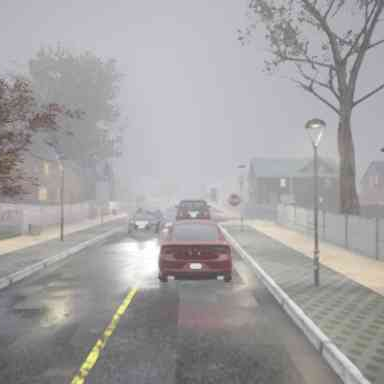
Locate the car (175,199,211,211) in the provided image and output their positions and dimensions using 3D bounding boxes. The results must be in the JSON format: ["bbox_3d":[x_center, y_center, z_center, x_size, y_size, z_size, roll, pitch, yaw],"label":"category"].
[{"bbox_3d":[0.078,1.455,21.525,2.150,2.045,5.566,0,0,0],"label":"car"}]

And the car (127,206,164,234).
[{"bbox_3d":[-2.770,1.664,20.785,2.128,1.511,4.902,0,-1,0],"label":"car"}]

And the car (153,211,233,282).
[{"bbox_3d":[0.089,1.586,10.167,1.882,1.535,5.008,0,0,0],"label":"car"}]
